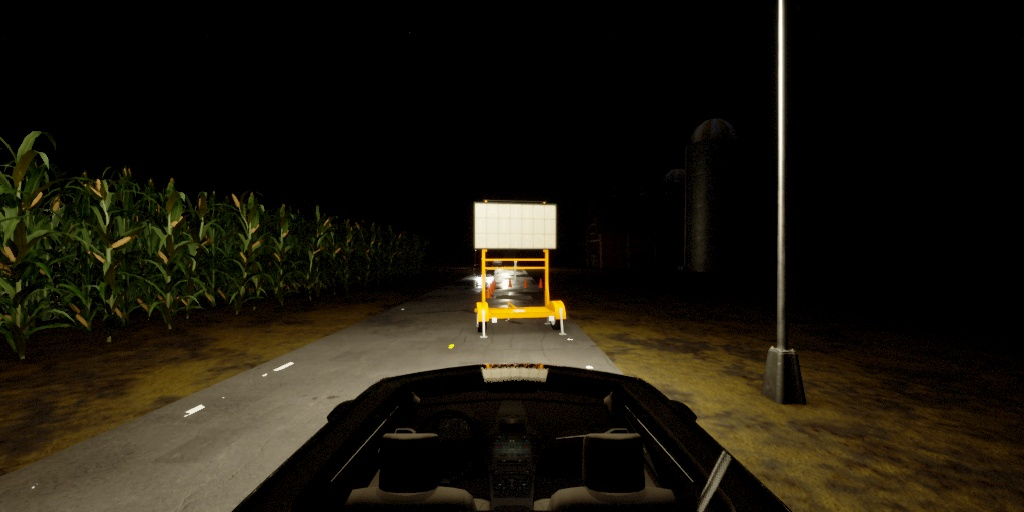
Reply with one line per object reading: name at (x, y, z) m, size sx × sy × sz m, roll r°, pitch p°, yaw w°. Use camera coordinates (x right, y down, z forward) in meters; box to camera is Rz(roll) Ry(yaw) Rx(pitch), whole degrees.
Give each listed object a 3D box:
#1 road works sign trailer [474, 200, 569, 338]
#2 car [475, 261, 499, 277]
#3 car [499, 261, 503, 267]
road works sign trailer at (0.076, 0.219, 10.317) m, size 2.380 × 3.560 × 2.880 m, roll 0°, pitch 0°, yaw -9°
car at (-2.781, 1.354, 38.108) m, size 2.128 × 1.511 × 4.902 m, roll 0°, pitch 0°, yaw 0°
car at (-2.636, 1.526, 63.894) m, size 2.128 × 1.511 × 4.902 m, roll 0°, pitch 0°, yaw 0°
